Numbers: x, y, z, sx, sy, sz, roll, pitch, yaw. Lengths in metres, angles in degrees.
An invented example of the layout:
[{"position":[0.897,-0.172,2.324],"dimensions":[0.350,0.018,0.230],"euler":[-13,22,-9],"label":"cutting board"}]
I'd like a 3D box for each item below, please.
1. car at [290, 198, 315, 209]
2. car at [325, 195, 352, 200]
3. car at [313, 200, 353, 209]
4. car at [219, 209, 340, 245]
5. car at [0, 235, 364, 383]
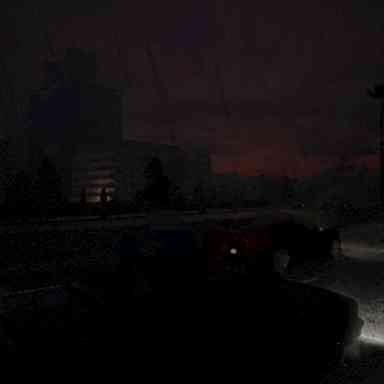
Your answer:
[{"position":[14.277,1.564,42.183],"dimensions":[2.097,1.767,4.553],"euler":[0,0,44],"label":"car"},{"position":[17.930,1.425,40.918],"dimensions":[2.150,2.045,5.566],"euler":[0,0,44],"label":"car"},{"position":[13.489,1.717,31.354],"dimensions":[1.994,1.385,4.181],"euler":[0,0,44],"label":"car"},{"position":[3.054,1.525,11.005],"dimensions":[5.008,1.535,1.882],"euler":[0,0,-40],"label":"car"},{"position":[-0.136,1.563,3.836],"dimensions":[5.357,1.411,2.033],"euler":[0,0,-38],"label":"car"}]
